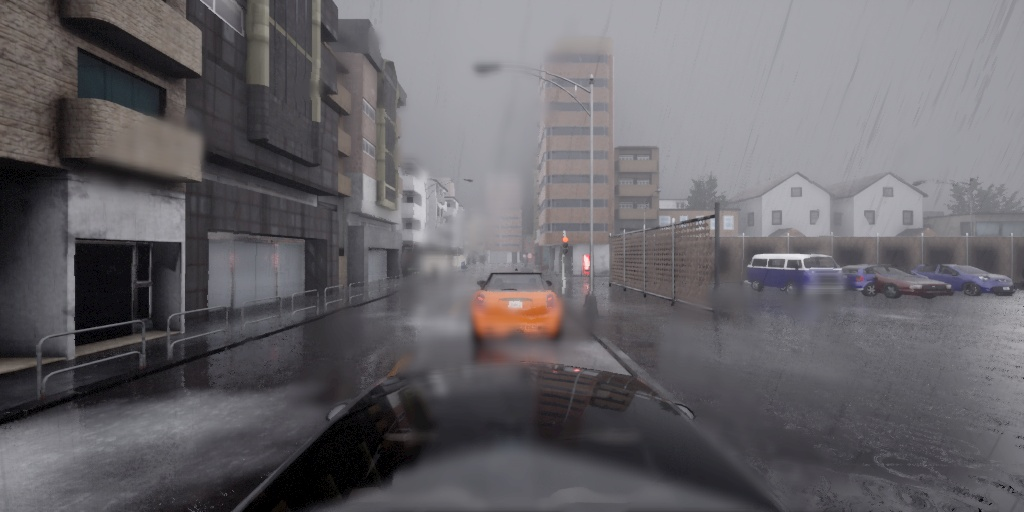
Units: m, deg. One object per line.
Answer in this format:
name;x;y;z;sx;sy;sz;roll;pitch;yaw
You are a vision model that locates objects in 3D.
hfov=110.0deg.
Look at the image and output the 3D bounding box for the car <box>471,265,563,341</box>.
car;0.102;1.102;10.009;2.097;1.767;4.553;0;0;0
